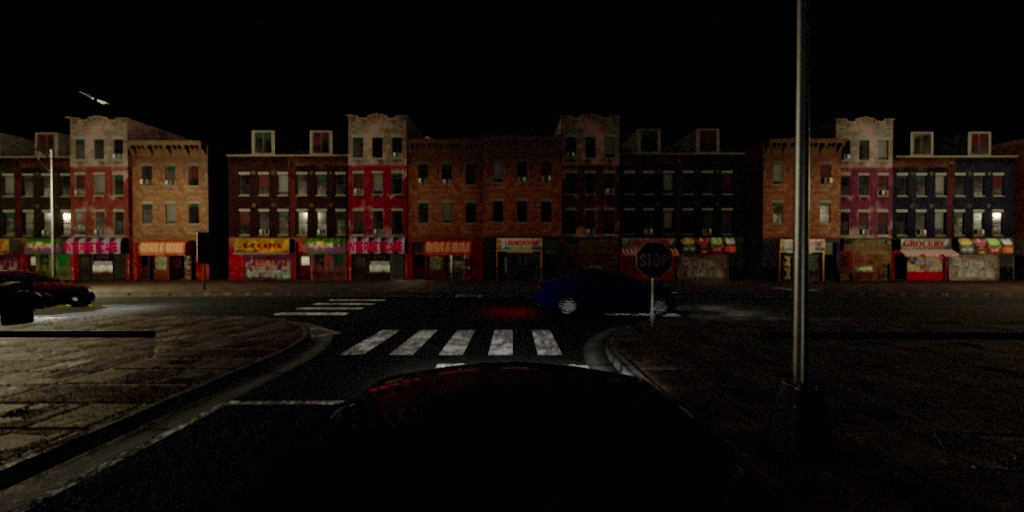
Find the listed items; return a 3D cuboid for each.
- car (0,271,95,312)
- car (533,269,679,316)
[{"bbox_3d":[-17.989,1.271,12.855,4.674,1.442,1.812,0,1,0],"label":"car"},{"bbox_3d":[3.277,1.223,12.780,5.008,1.535,1.882,0,0,0],"label":"car"}]
